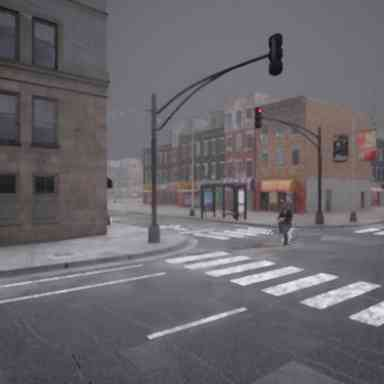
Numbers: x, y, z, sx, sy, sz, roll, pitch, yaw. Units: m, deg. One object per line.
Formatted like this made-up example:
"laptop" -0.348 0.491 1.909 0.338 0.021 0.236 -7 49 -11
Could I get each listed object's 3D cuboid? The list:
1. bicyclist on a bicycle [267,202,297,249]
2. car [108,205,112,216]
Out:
"bicyclist on a bicycle" 3.562 1.297 13.081 1.843 1.776 0.659 0 0 -37
"car" -8.967 1.341 29.935 2.097 1.767 4.553 0 0 -39
